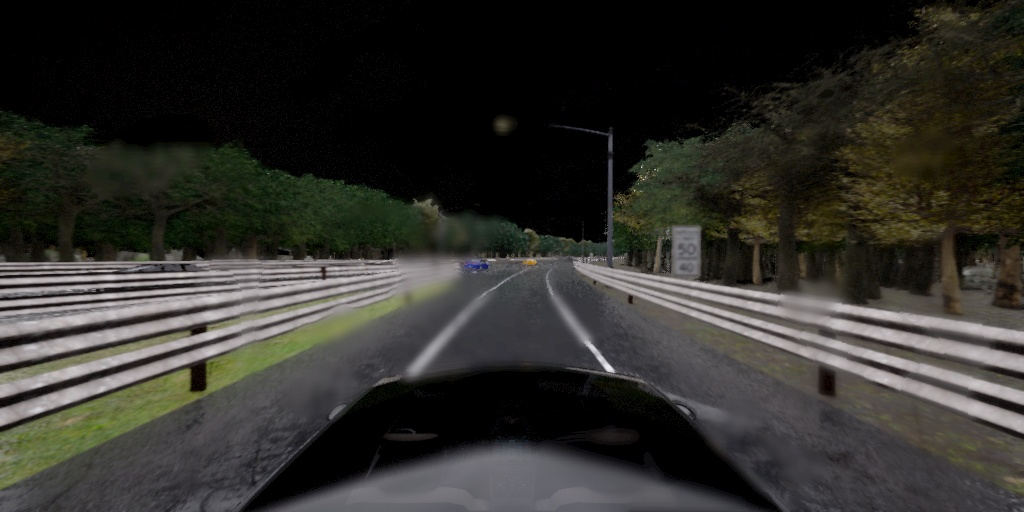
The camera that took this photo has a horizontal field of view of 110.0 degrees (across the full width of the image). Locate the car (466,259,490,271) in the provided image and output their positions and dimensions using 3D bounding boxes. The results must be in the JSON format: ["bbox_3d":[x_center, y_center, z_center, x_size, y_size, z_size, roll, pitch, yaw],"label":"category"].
[{"bbox_3d":[-4.422,1.168,47.626,1.882,1.535,5.008,0,0,17],"label":"car"}]

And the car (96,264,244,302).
[{"bbox_3d":[-14.495,1.076,15.638,1.837,1.490,4.892,0,0,17],"label":"car"}]

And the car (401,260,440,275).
[{"bbox_3d":[-8.614,1.131,34.313,2.128,1.511,4.902,0,0,17],"label":"car"}]
